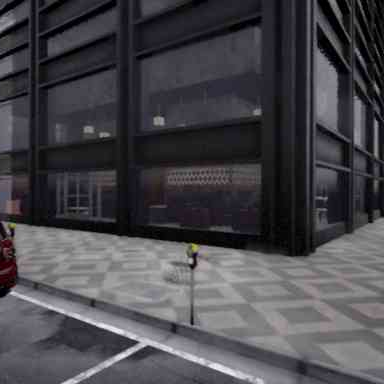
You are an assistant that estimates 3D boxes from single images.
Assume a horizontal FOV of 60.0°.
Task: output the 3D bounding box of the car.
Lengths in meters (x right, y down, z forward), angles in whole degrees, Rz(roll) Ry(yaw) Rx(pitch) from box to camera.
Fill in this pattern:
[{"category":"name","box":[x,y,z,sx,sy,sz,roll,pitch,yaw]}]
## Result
[{"category":"car","box":[-5.630,1.276,6.981,5.009,1.841,2.192,0,0,36]}]
